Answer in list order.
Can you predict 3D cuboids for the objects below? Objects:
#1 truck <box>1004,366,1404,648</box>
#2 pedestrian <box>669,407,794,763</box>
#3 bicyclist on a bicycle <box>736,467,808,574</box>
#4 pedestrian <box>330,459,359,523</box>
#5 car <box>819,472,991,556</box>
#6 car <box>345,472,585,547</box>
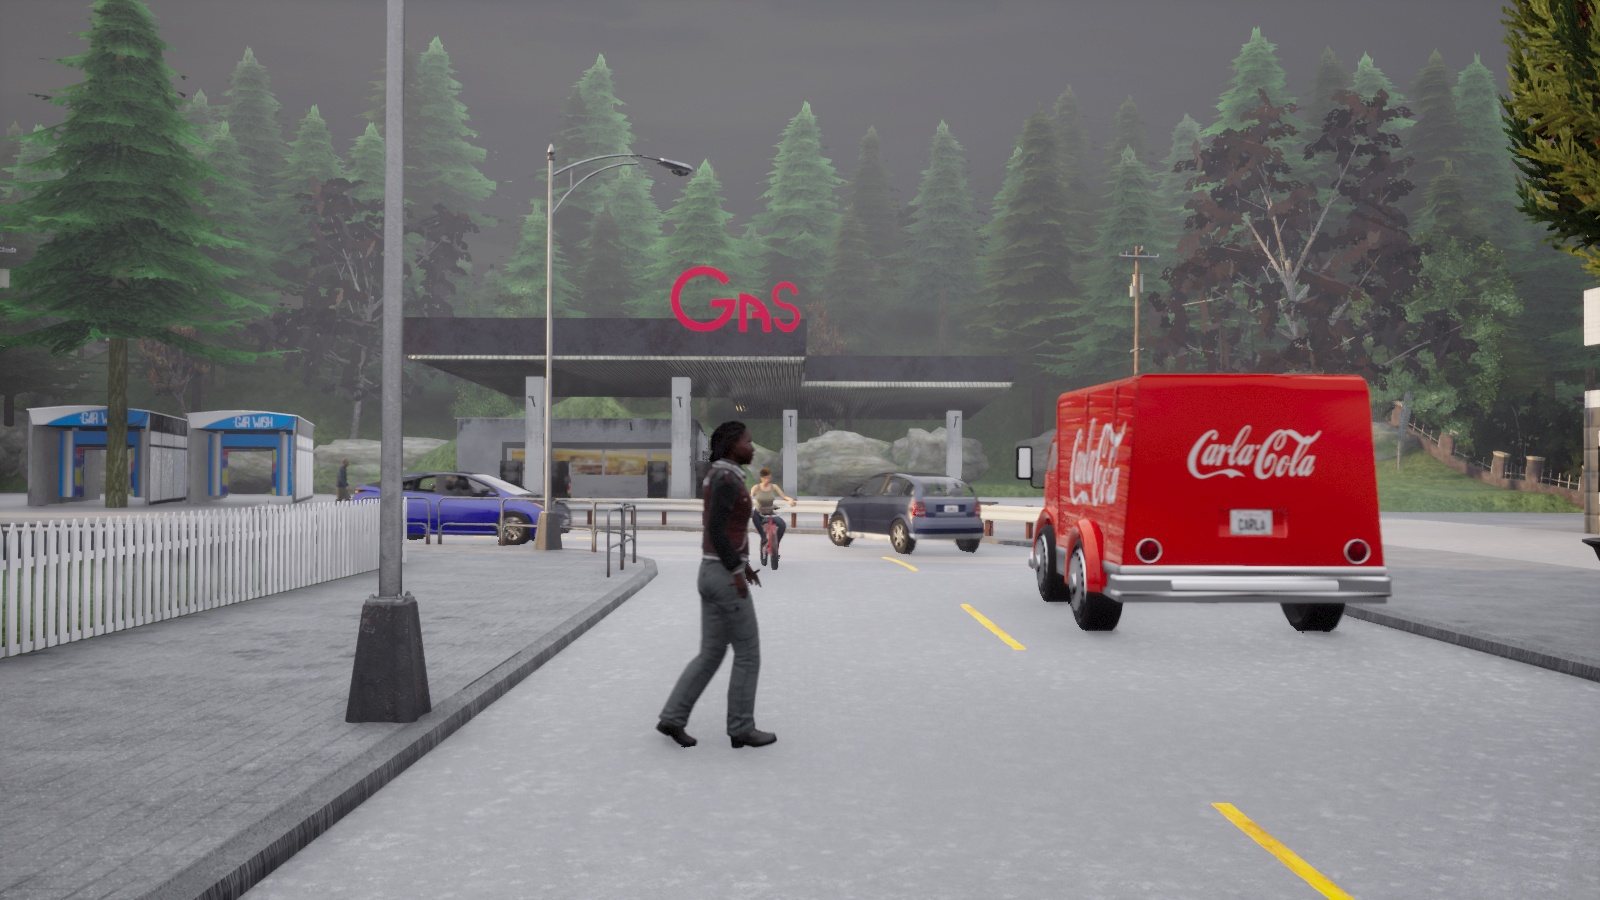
[{"bbox_3d":[3.967,0.540,13.624,2.627,2.467,5.204,0,-1,0],"label":"truck"},{"bbox_3d":[-0.395,0.733,7.070,0.666,1.930,0.402,0,-1,-8],"label":"pedestrian"},{"bbox_3d":[-0.462,1.088,19.937,0.866,1.612,1.509,-2,-1,-11],"label":"bicyclist on a bicycle"},{"bbox_3d":[-13.225,1.188,36.455,0.726,1.842,0.402,0,-1,-7],"label":"pedestrian"},{"bbox_3d":[2.016,1.208,25.139,1.789,1.549,3.705,1,-1,-26],"label":"car"},{"bbox_3d":[-7.072,1.239,26.748,4.514,1.525,2.007,0,-1,7],"label":"car"}]
